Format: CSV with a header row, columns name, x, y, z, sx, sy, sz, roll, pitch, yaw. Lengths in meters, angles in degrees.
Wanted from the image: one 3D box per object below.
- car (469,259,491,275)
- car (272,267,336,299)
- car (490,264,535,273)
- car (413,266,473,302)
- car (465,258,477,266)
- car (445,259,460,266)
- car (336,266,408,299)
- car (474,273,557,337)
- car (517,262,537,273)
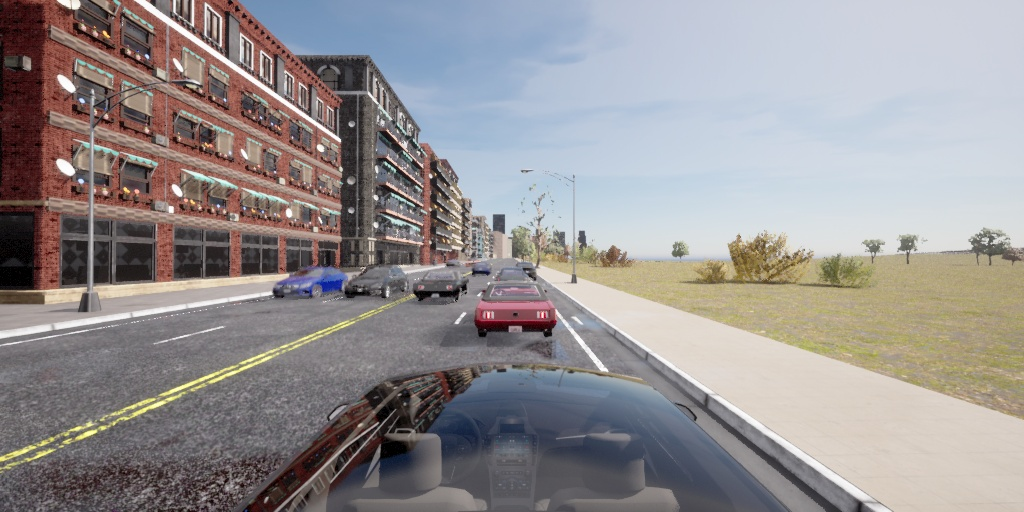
name,x,y,z,sx,sy,sz,roll,pitch,yaw
car,-3.265,1.318,39.312,1.994,1.385,4.181,0,0,0
car,-9.902,1.278,18.091,1.812,1.442,4.674,0,0,0
car,0.034,1.317,20.277,1.994,1.385,4.181,0,0,0
car,-3.199,1.353,17.176,1.895,1.301,4.718,0,0,0
car,-6.757,1.103,61.379,2.097,1.767,4.553,0,0,0
car,-10.006,1.299,61.084,2.033,1.411,5.357,0,0,0
car,-6.652,1.257,18.092,1.837,1.490,4.892,0,0,0
car,0.074,1.352,10.246,1.895,1.301,4.718,0,0,0
car,1.049,1.259,30.270,1.837,1.490,4.892,0,0,0
